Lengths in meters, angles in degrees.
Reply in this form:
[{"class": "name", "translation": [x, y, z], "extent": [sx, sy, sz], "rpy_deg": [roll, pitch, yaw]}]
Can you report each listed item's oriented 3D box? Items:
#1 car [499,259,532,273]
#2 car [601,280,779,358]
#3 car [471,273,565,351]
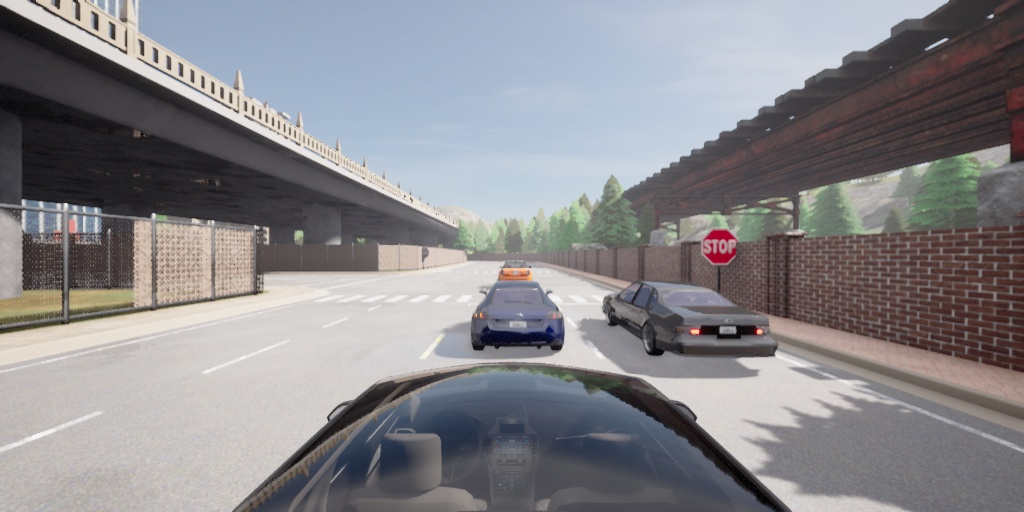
[{"class": "car", "translation": [0.236, 1.060, 23.710], "extent": [2.097, 1.767, 4.553], "rpy_deg": [0, 0, 1]}, {"class": "car", "translation": [3.615, 1.285, 8.513], "extent": [2.033, 1.411, 5.357], "rpy_deg": [0, 0, 0]}, {"class": "car", "translation": [0.116, 1.300, 8.992], "extent": [1.994, 1.385, 4.181], "rpy_deg": [0, 0, 0]}]
